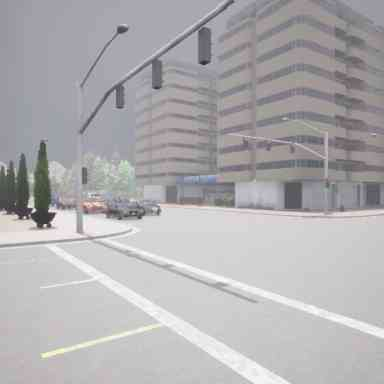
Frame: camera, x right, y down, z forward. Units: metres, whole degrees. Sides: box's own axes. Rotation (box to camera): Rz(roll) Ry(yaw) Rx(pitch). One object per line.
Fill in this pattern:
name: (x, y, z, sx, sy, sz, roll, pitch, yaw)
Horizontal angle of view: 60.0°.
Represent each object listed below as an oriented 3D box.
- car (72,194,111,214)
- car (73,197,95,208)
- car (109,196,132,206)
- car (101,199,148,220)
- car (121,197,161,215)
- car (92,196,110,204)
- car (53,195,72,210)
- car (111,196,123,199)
car: (-10.767, 1.352, 35.386, 2.097, 1.767, 4.553, 0, 0, -35)
car: (-15.964, 1.505, 49.028, 1.837, 1.490, 4.892, 0, 0, -34)
car: (-12.162, 1.491, 56.145, 2.128, 1.511, 4.902, 0, 0, -35)
car: (-5.811, 1.564, 28.252, 1.994, 1.385, 4.181, 0, 0, -35)
car: (-4.834, 1.492, 32.975, 2.128, 1.511, 4.902, 0, 0, -35)
car: (-17.472, 1.505, 63.783, 1.837, 1.490, 4.892, 0, 0, -34)
car: (-16.405, 1.526, 43.520, 1.812, 1.442, 4.674, 0, 0, -35)
car: (-10.078, 1.505, 40.532, 1.837, 1.490, 4.892, 0, 0, -35)
